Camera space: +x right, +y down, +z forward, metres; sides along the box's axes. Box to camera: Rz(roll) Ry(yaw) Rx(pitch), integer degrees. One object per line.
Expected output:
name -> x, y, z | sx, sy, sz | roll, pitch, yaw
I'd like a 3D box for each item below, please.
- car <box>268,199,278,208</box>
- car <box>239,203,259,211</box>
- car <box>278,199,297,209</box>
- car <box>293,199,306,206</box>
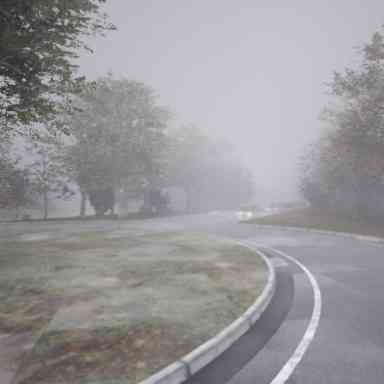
car -> 16.627, 2.234, 66.271 | 2.097, 1.767, 4.553 | -1, -1, 27
car -> 8.827, 2.307, 51.447 | 1.895, 1.301, 4.718 | -1, -1, 28
car -> 17.556, 2.216, 60.384 | 1.882, 1.535, 5.008 | -1, -1, 28
car -> 22.822, 2.261, 70.606 | 1.895, 1.301, 4.718 | -1, -1, 27
